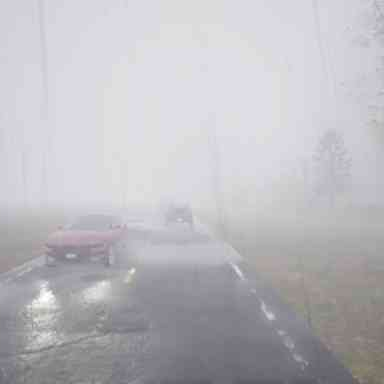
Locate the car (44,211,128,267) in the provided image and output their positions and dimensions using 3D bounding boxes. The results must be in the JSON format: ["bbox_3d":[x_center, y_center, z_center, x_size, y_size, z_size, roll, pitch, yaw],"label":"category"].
[{"bbox_3d":[-3.427,1.477,11.593,1.882,1.535,5.008,0,0,-3],"label":"car"}]

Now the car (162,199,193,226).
[{"bbox_3d":[-0.980,1.503,23.271,1.837,1.490,4.892,0,0,-5],"label":"car"}]

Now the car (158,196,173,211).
[{"bbox_3d":[-3.157,1.342,41.763,2.097,1.767,4.553,0,0,-8],"label":"car"}]
